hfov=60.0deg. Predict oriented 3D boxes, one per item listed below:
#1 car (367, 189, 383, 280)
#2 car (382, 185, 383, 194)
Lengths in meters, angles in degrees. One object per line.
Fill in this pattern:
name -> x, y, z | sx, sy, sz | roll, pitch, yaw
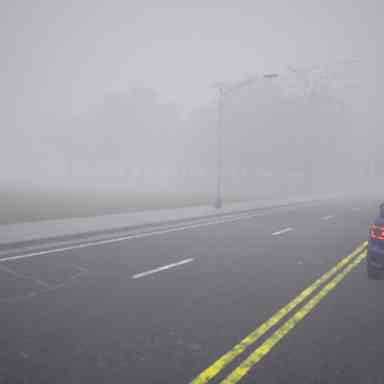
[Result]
car -> 5.865, 0.973, 8.170 | 2.150, 2.045, 5.566 | 4, 4, 37
car -> 34.777, -0.436, 58.161 | 2.033, 1.411, 5.357 | 4, 4, 37
